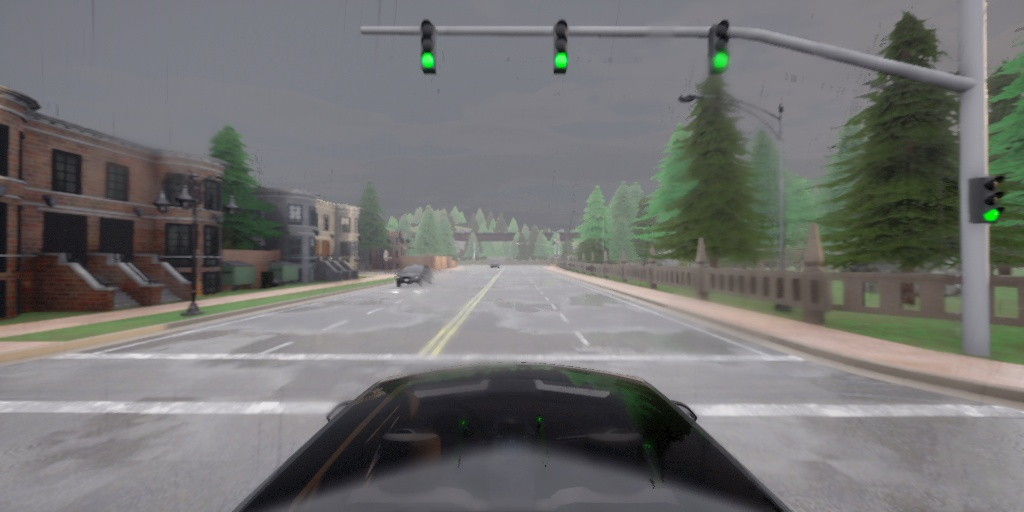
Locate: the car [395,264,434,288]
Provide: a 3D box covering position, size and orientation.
[{"bbox_3d":[-7.000,1.366,26.200,1.837,1.490,4.892,0,-1,0],"label":"car"}]
